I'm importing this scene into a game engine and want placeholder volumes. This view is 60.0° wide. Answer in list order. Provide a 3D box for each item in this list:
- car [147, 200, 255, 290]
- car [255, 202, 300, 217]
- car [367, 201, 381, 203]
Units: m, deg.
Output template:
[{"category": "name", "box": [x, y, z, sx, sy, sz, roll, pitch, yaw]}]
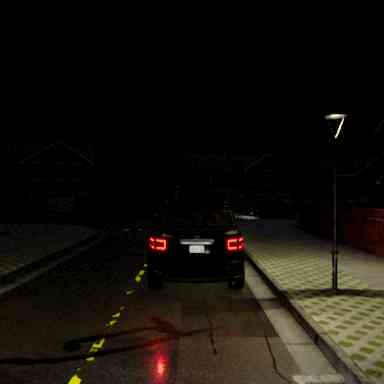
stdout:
[{"category": "car", "box": [0.080, 1.220, 9.229, 2.150, 2.045, 5.566, 0, 0, 0]}, {"category": "car", "box": [8.117, 1.652, 32.310, 5.357, 1.411, 2.033, 1, 0, -21]}, {"category": "car", "box": [20.316, 1.729, 36.796, 4.902, 1.511, 2.128, 1, 0, -20]}]
